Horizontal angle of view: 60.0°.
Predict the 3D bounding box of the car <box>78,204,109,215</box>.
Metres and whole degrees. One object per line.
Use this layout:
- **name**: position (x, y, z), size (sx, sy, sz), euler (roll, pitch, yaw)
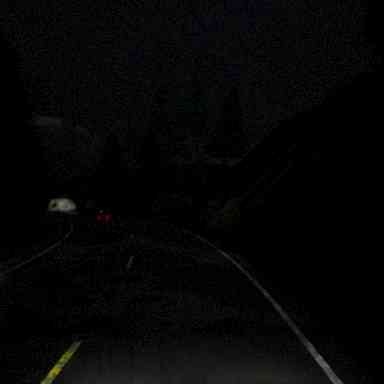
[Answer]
- **car**: position (-12.182, 2.057, 40.704), size (1.895, 1.301, 4.718), euler (1, -1, -44)
